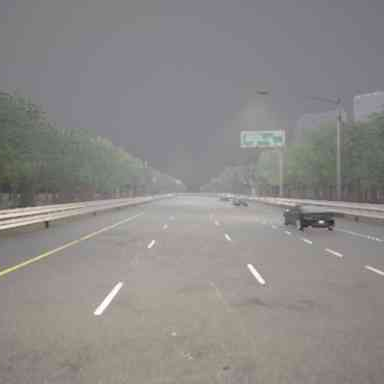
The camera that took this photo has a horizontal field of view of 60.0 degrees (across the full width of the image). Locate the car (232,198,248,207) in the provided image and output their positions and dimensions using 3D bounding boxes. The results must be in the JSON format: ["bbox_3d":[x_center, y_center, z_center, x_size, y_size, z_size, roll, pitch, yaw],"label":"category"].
[{"bbox_3d":[7.122,1.563,50.134,1.895,1.301,4.718,0,0,0],"label":"car"}]

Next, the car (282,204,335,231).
[{"bbox_3d":[7.021,1.490,20.512,1.882,1.535,5.008,0,0,0],"label":"car"}]

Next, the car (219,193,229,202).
[{"bbox_3d":[7.221,1.456,75.102,1.812,1.442,4.674,0,0,0],"label":"car"}]
